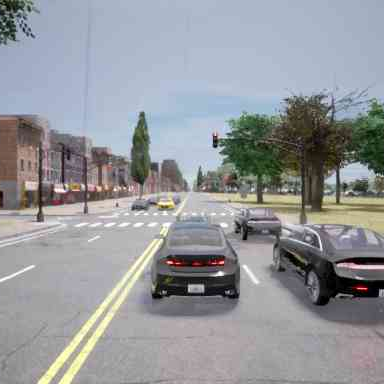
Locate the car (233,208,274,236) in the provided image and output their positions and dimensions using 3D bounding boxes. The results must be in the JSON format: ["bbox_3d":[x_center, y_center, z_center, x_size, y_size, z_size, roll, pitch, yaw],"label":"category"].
[{"bbox_3d":[3.294,1.577,17.275,2.128,1.511,4.902,0,0,0],"label":"car"}]

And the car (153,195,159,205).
[{"bbox_3d":[-6.601,1.570,55.765,2.033,1.411,5.357,0,1,0],"label":"car"}]

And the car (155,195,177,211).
[{"bbox_3d":[-3.357,1.588,43.704,1.882,1.535,5.008,0,0,1],"label":"car"}]

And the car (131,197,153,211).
[{"bbox_3d":[-6.609,1.676,43.124,1.994,1.385,4.181,0,0,0],"label":"car"}]

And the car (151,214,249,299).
[{"bbox_3d":[0.080,1.531,8.506,1.837,1.490,4.892,0,0,0],"label":"car"}]

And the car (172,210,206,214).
[{"bbox_3d":[0.048,1.689,17.811,1.895,1.301,4.718,0,0,0],"label":"car"}]

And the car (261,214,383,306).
[{"bbox_3d":[3.328,1.515,8.065,2.128,1.511,4.902,0,0,0],"label":"car"}]

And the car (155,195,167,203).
[{"bbox_3d":[-6.515,1.416,70.601,2.128,1.511,4.902,0,1,0],"label":"car"}]

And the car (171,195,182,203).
[{"bbox_3d":[-3.265,1.430,70.611,2.033,1.411,5.357,0,1,0],"label":"car"}]

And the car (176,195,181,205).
[{"bbox_3d":[-3.347,1.577,56.928,1.994,1.385,4.181,0,0,0],"label":"car"}]
